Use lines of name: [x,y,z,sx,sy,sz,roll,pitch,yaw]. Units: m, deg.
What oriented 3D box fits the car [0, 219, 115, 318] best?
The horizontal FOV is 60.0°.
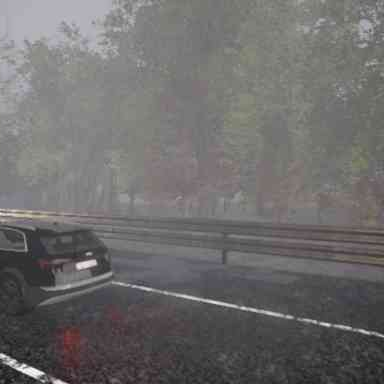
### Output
car: [-3.877,1.424,7.406,4.856,1.649,2.033,0,0,32]
